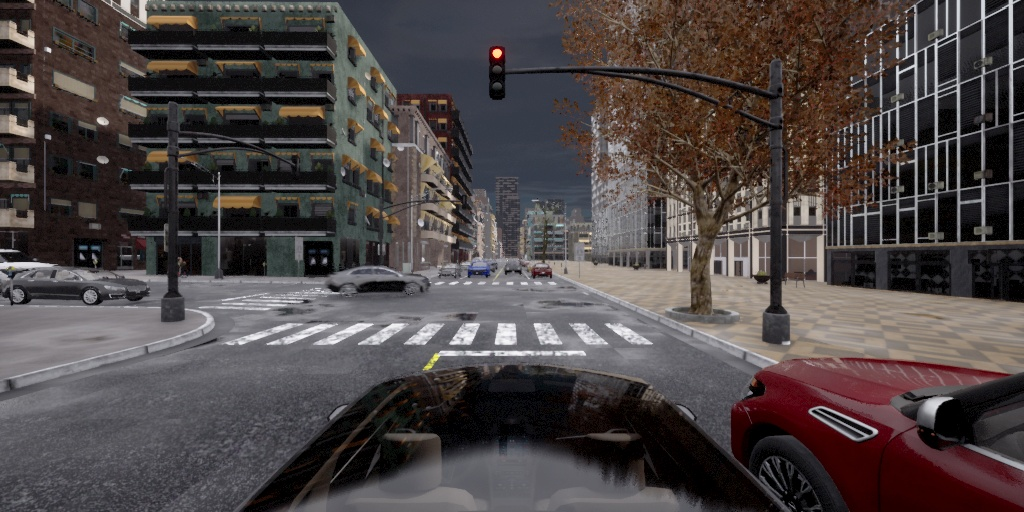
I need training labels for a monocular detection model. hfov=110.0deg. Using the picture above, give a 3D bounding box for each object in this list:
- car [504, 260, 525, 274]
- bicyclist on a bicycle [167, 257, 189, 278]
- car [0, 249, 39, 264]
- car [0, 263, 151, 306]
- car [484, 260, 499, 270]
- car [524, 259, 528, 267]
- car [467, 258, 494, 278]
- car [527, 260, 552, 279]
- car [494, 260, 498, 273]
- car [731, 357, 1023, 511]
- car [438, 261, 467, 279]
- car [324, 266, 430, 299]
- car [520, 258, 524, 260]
[{"bbox_3d":[0.114,1.370,40.452,1.895,1.301,4.718,0,0,0],"label":"car"},{"bbox_3d":[-23.172,0.761,24.886,0.582,1.620,1.656,1,0,-1],"label":"bicyclist on a bicycle"},{"bbox_3d":[-23.704,0.664,16.141,5.566,2.045,2.150,1,0,-1],"label":"car"},{"bbox_3d":[-16.436,1.091,13.626,4.403,1.370,2.007,0,0,-1],"label":"car"},{"bbox_3d":[-3.090,1.333,54.693,2.033,1.411,5.357,0,0,0],"label":"car"},{"bbox_3d":[2.685,1.298,44.280,1.751,1.417,4.829,0,0,0],"label":"car"},{"bbox_3d":[-3.097,1.241,34.332,1.882,1.535,5.008,0,0,0],"label":"car"},{"bbox_3d":[2.686,1.307,33.045,1.888,1.381,4.507,0,0,0],"label":"car"},{"bbox_3d":[-3.095,1.337,44.329,1.994,1.385,4.181,0,0,0],"label":"car"},{"bbox_3d":[2.692,1.065,0.658,2.192,1.841,5.009,0,0,0],"label":"car"},{"bbox_3d":[-5.694,1.313,33.044,2.007,1.370,4.403,0,0,0],"label":"car"},{"bbox_3d":[-6.618,1.234,17.928,4.902,1.511,2.128,0,0,-21],"label":"car"},{"bbox_3d":[2.682,1.375,60.708,1.802,1.307,4.207,0,0,0],"label":"car"}]
